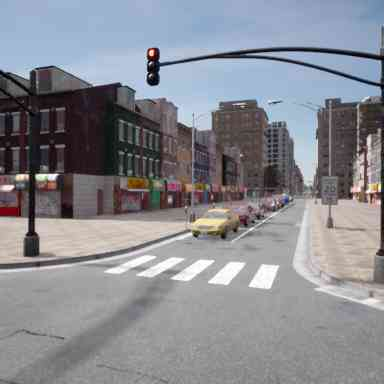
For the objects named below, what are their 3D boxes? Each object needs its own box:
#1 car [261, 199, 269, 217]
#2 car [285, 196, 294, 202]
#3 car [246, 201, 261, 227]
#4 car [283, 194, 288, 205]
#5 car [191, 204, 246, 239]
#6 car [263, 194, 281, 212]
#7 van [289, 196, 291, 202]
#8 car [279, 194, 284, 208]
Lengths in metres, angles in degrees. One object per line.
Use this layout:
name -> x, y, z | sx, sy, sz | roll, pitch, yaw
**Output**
car -> 5.110, 1.540, 28.061 | 1.802, 1.307, 4.206 | 1, 0, 19
car -> 23.709, 1.577, 80.940 | 1.947, 1.339, 4.313 | 1, 0, 19
car -> 3.250, 1.505, 22.772 | 1.887, 1.381, 4.507 | 1, 0, 19
car -> 12.552, 1.283, 49.211 | 2.192, 1.841, 5.009 | 1, 0, 19
car -> 1.334, 1.488, 17.325 | 1.752, 1.417, 4.829 | 1, 0, 19
car -> 8.831, 1.401, 38.636 | 1.967, 1.590, 4.097 | 1, 0, 19
van -> 16.271, 1.319, 59.787 | 1.690, 1.788, 3.998 | 1, 0, 19
car -> 10.691, 1.404, 43.923 | 1.967, 1.590, 4.097 | 1, 0, 19
